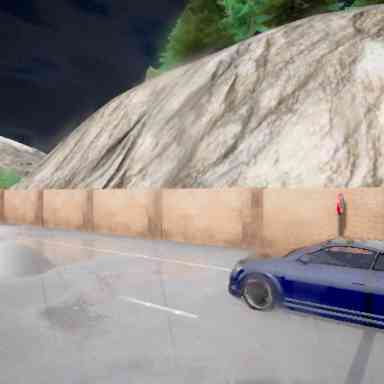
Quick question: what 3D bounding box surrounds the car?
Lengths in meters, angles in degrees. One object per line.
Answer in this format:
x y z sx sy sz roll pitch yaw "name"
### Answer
2.815 1.563 6.283 4.181 1.385 1.994 0 0 35 "car"
